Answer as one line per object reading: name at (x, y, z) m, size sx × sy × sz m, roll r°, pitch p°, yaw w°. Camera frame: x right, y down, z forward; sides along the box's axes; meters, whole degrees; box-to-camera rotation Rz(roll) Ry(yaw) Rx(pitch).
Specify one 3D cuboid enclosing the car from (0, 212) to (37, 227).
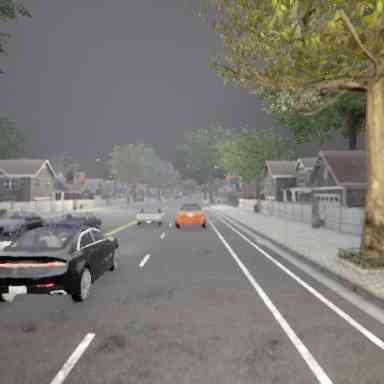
car at (-9.788, 1.808, 18.601) m, size 1.994 × 1.385 × 4.181 m, roll 0°, pitch -1°, yaw 0°

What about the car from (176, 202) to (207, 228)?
car at (-0.003, 1.659, 24.898) m, size 2.097 × 1.767 × 4.553 m, roll 0°, pitch 0°, yaw 3°

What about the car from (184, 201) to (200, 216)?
car at (0.013, 1.977, 40.658) m, size 1.882 × 1.535 × 5.008 m, roll 0°, pitch 0°, yaw 0°

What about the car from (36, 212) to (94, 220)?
car at (-6.538, 1.836, 18.582) m, size 1.895 × 1.301 × 4.718 m, roll 0°, pitch -1°, yaw 0°

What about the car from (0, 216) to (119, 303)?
car at (-3.166, 1.596, 8.473) m, size 2.128 × 1.511 × 4.902 m, roll 0°, pitch -1°, yaw 0°

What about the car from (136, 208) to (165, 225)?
car at (-3.207, 1.929, 26.757) m, size 1.895 × 1.301 × 4.718 m, roll 0°, pitch -1°, yaw 0°
